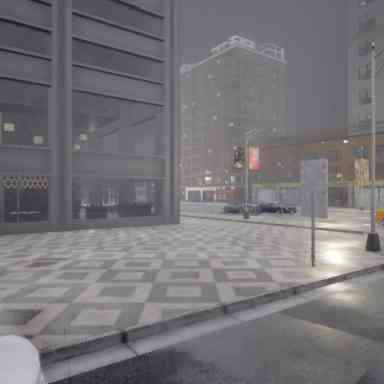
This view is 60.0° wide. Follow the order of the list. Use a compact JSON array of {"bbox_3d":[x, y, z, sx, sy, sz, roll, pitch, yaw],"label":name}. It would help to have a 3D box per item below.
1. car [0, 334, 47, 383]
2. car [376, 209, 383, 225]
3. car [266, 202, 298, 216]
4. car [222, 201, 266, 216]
[{"bbox_3d":[-2.985,1.526,1.237,4.674,1.442,1.812,0,0,-35],"label":"car"},{"bbox_3d":[13.803,1.501,20.094,1.882,1.535,5.008,1,0,-27],"label":"car"},{"bbox_3d":[8.431,1.681,34.046,1.895,1.301,4.718,0,0,-36],"label":"car"},{"bbox_3d":[4.933,1.650,33.343,1.994,1.385,4.181,0,0,-36],"label":"car"}]
